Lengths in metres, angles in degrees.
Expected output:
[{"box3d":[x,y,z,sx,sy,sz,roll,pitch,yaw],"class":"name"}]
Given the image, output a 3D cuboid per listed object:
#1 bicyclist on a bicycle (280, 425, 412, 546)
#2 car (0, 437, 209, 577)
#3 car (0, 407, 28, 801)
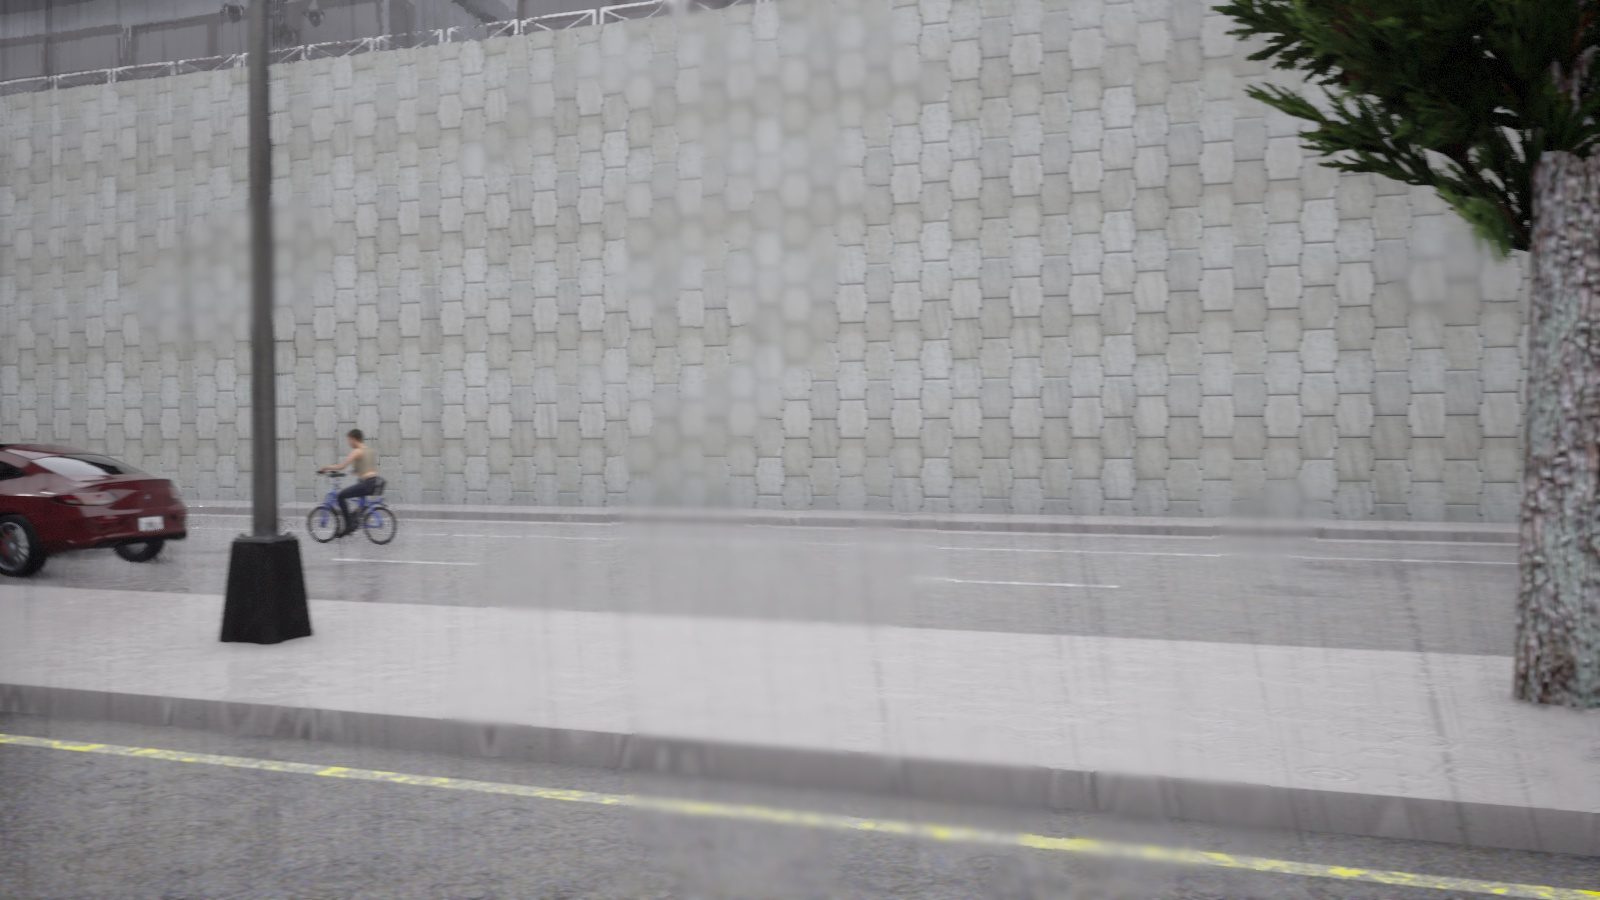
[{"box3d":[-6.298,0.463,17.438,1.509,1.612,0.866,1,1,19],"class":"bicyclist on a bicycle"},{"box3d":[-9.542,0.582,14.844,4.674,1.442,1.812,1,1,19],"class":"car"},{"box3d":[-5.420,0.626,5.015,3.988,1.617,1.851,1,1,19],"class":"car"}]
